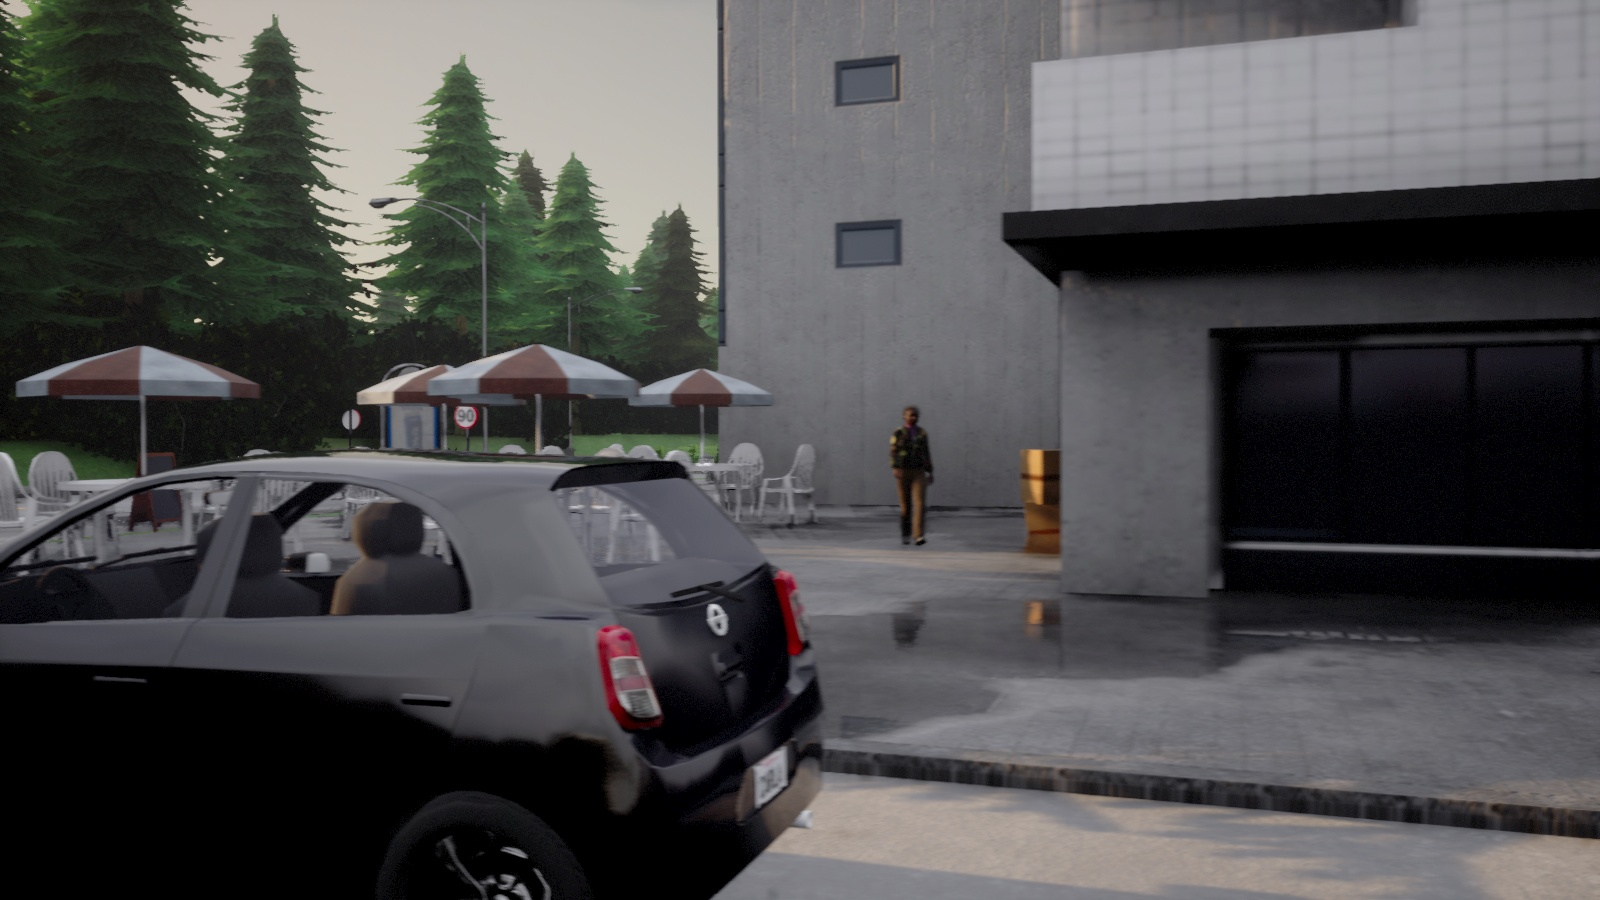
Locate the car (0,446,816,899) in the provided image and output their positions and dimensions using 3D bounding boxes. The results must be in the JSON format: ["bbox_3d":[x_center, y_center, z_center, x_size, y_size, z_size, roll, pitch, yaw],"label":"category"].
[{"bbox_3d":[-1.959,0.763,4.380,3.633,1.501,1.845,1,1,19],"label":"car"}]

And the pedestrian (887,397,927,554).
[{"bbox_3d":[1.343,0.308,15.812,0.395,1.930,0.692,0,1,-3],"label":"pedestrian"}]
